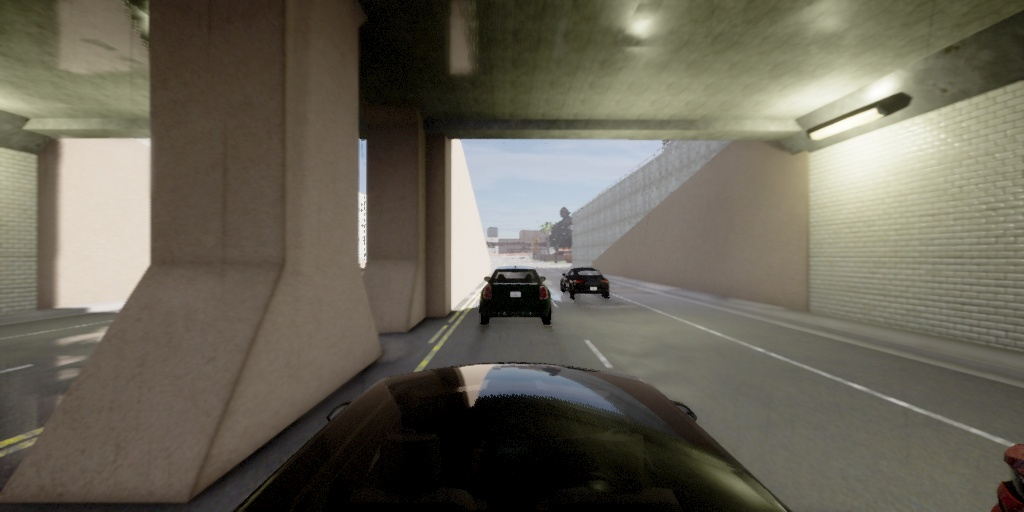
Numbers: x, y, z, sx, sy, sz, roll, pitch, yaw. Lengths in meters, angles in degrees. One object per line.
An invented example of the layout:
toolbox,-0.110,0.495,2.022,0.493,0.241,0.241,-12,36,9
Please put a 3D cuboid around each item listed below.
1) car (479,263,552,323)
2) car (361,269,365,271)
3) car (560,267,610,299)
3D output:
car,0.101,1.102,12.190,2.097,1.767,4.553,0,0,0
car,-7.098,1.315,16.687,1.994,1.385,4.181,0,0,0
car,3.588,1.276,18.105,1.812,1.442,4.674,0,0,0
